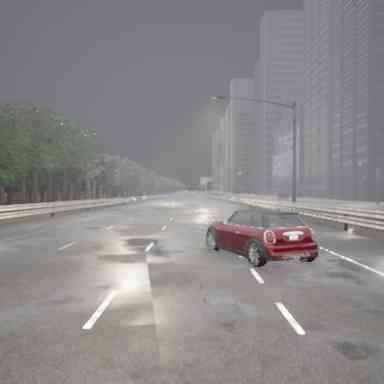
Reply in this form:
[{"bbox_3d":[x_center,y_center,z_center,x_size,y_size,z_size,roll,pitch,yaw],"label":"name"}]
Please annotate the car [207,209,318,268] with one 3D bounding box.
[{"bbox_3d":[2.216,1.372,11.781,2.097,1.767,4.553,0,0,-21],"label":"car"}]
